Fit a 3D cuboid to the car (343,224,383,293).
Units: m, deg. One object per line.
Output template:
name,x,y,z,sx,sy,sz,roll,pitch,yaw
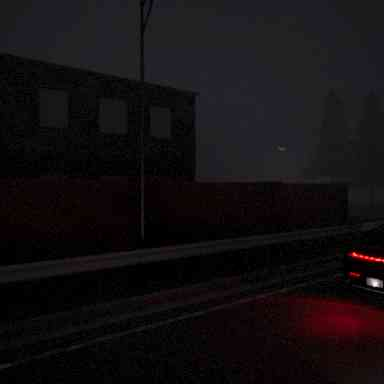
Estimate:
car,5.434,1.448,7.670,4.892,1.490,1.837,0,0,-35
